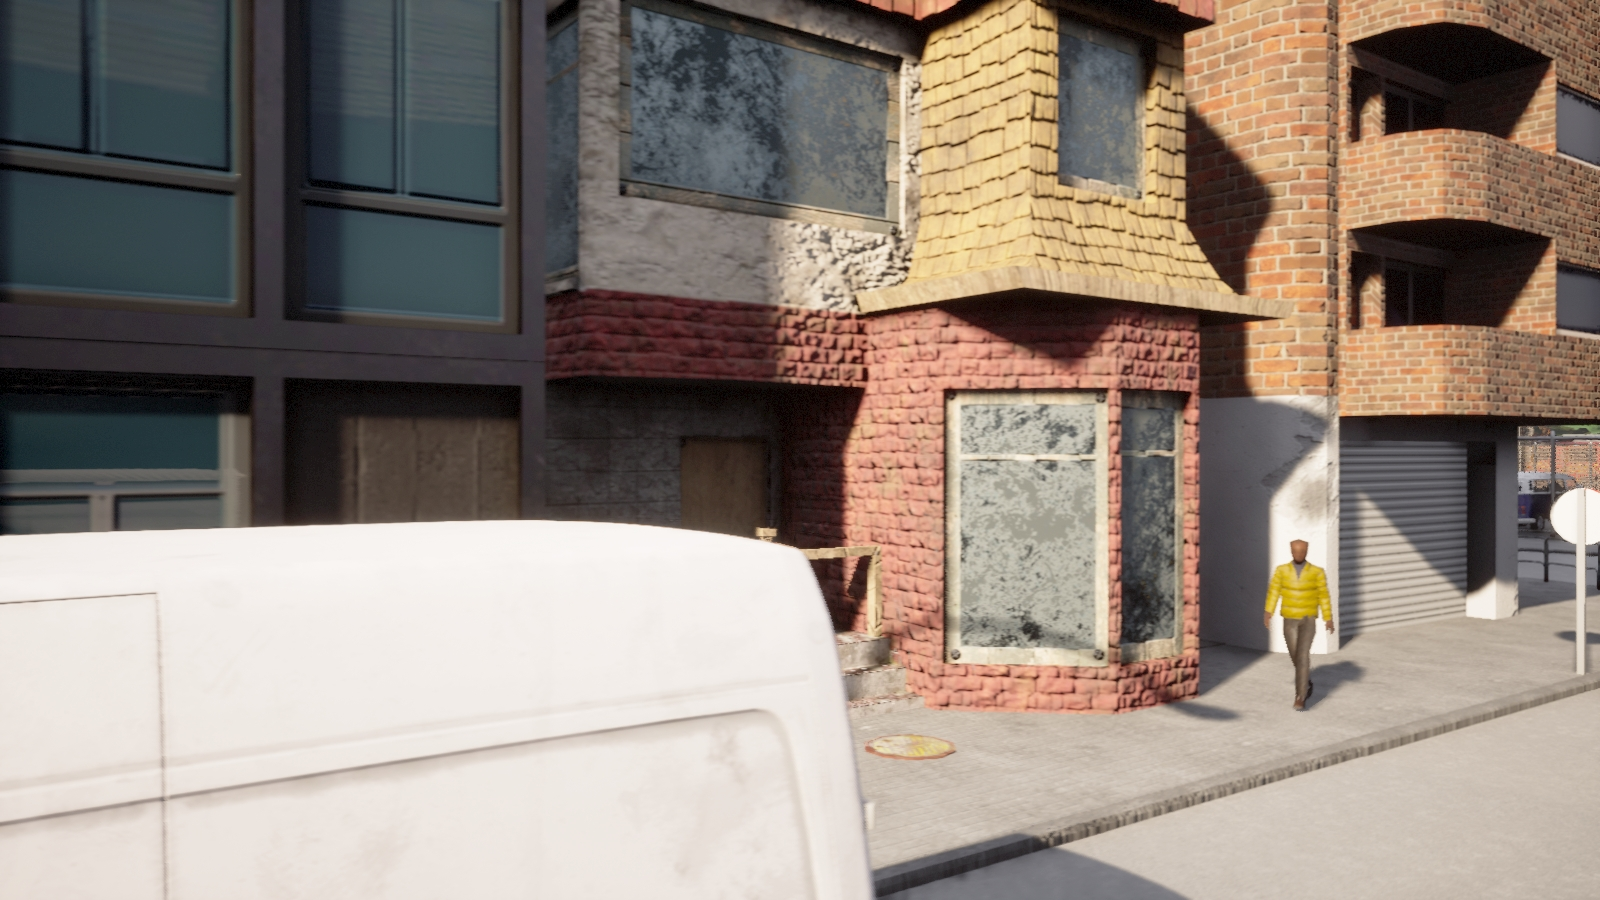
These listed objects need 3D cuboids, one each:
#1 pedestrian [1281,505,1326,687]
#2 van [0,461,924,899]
[{"bbox_3d":[5.322,1.525,12.082,0.375,1.860,0.375,0,0,34],"label":"pedestrian"},{"bbox_3d":[-2.626,1.316,2.507,5.915,2.561,1.988,0,0,-35],"label":"van"}]
